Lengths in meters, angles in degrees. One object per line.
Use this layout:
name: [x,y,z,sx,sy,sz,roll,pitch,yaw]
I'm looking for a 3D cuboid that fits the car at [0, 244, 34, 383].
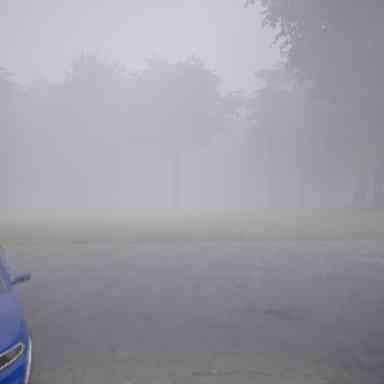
car: [-3.455,1.478,4.628,1.882,1.535,5.008,1,-1,-31]
